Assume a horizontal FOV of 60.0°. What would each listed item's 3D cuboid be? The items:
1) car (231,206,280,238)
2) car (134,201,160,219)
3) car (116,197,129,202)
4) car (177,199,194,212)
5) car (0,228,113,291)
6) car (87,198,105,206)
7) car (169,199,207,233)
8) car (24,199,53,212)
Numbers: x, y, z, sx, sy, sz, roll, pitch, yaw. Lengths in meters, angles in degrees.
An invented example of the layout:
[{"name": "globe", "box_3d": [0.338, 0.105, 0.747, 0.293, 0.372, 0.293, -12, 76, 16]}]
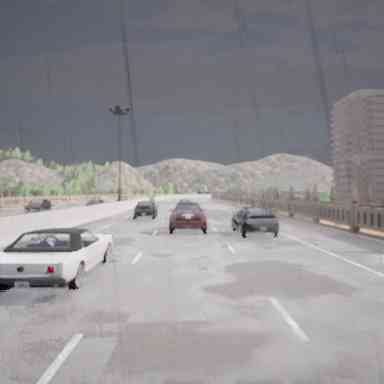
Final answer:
[{"name": "car", "box_3d": [3.292, 1.516, 17.934, 2.128, 1.511, 4.902, 0, 0, -1]}, {"name": "car", "box_3d": [-4.011, 1.548, 29.502, 1.837, 1.490, 4.892, 0, 0, -2]}, {"name": "car", "box_3d": [-11.859, 1.612, 57.199, 1.812, 1.442, 4.674, 0, 0, -1]}, {"name": "car", "box_3d": [-0.814, 1.606, 40.934, 2.033, 1.411, 5.357, 0, 0, -2]}, {"name": "car", "box_3d": [-3.510, 1.615, 9.016, 1.895, 1.301, 4.718, 0, 0, -1]}, {"name": "car", "box_3d": [-15.253, 1.646, 52.843, 1.994, 1.385, 4.181, 0, 0, -1]}, {"name": "car", "box_3d": [-0.261, 1.380, 19.972, 2.097, 1.767, 4.553, 0, 0, -1]}, {"name": "car", "box_3d": [-18.469, 1.590, 40.276, 1.812, 1.442, 4.674, 0, 0, -1]}]
